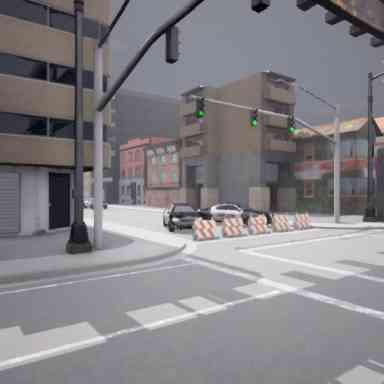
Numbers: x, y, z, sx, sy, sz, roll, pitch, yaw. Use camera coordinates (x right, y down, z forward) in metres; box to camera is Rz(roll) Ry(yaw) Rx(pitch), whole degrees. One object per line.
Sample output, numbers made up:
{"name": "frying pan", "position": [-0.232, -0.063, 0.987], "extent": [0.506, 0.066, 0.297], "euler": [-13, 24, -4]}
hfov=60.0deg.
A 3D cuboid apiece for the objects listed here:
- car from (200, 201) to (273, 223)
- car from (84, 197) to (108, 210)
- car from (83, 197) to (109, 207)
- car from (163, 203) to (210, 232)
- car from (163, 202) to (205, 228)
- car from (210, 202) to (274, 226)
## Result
{"name": "car", "position": [2.918, 1.292, 22.328], "extent": [4.536, 1.218, 1.853], "euler": [0, 0, 34]}
{"name": "car", "position": [-12.717, 1.449, 43.787], "extent": [2.038, 1.542, 4.974], "euler": [0, 0, -36]}
{"name": "car", "position": [-12.747, 1.292, 43.829], "extent": [1.853, 1.218, 4.536], "euler": [0, 0, -36]}
{"name": "car", "position": [-0.611, 1.450, 20.144], "extent": [2.038, 1.542, 4.974], "euler": [0, 0, -11]}
{"name": "car", "position": [-0.621, 1.293, 20.195], "extent": [1.853, 1.218, 4.536], "euler": [0, 0, -11]}
{"name": "car", "position": [2.961, 1.449, 22.299], "extent": [4.974, 1.542, 2.038], "euler": [0, 0, 34]}
